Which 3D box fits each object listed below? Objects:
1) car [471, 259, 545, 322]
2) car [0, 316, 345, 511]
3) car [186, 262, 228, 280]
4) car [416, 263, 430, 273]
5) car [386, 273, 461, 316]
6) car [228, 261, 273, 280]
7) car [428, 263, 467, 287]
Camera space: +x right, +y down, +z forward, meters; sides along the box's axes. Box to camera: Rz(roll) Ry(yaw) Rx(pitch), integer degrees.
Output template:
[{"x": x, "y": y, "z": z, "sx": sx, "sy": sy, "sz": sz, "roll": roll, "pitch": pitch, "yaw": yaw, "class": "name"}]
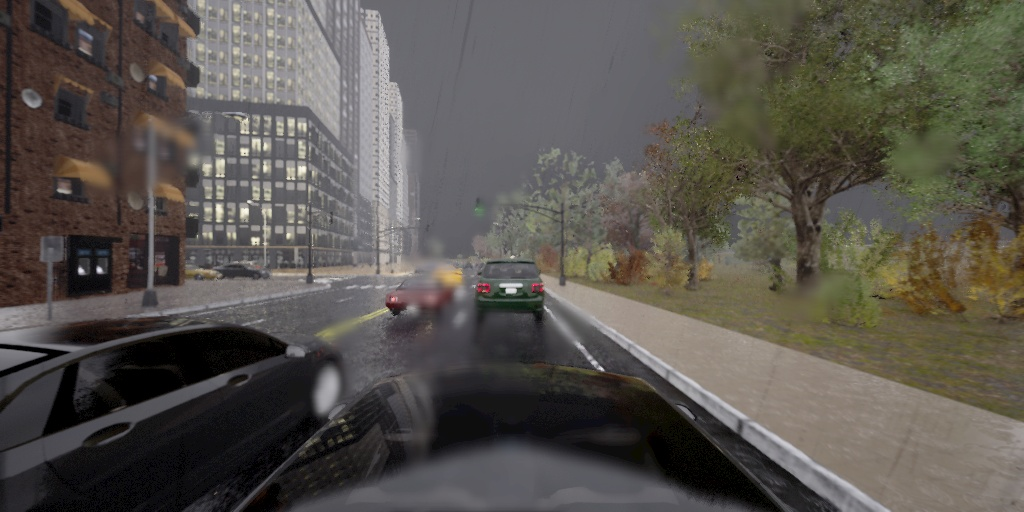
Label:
[{"x": -0.091, "y": 1.116, "z": 13.024, "sx": 2.150, "sy": 2.045, "sz": 5.566, "roll": 0, "pitch": -1, "yaw": -1, "class": "car"}, {"x": -3.191, "y": 1.272, "z": 2.995, "sx": 1.837, "sy": 1.490, "sz": 4.892, "roll": 0, "pitch": -1, "yaw": 0, "class": "car"}, {"x": -26.582, "y": 1.300, "z": 29.143, "sx": 4.829, "sy": 1.417, "sz": 1.751, "roll": 0, "pitch": 0, "yaw": -11, "class": "car"}, {"x": -12.524, "y": 1.932, "z": 51.395, "sx": 1.994, "sy": 1.385, "sz": 4.181, "roll": 0, "pitch": -1, "yaw": -6, "class": "car"}, {"x": -3.379, "y": 1.511, "z": 14.297, "sx": 1.895, "sy": 1.301, "sz": 4.718, "roll": 0, "pitch": -1, "yaw": -1, "class": "car"}, {"x": -24.290, "y": 1.374, "z": 32.313, "sx": 4.674, "sy": 1.442, "sz": 1.812, "roll": 1, "pitch": -1, "yaw": -9, "class": "car"}, {"x": -5.133, "y": 1.557, "z": 27.831, "sx": 1.882, "sy": 1.535, "sz": 5.008, "roll": 0, "pitch": -1, "yaw": -19, "class": "car"}]
